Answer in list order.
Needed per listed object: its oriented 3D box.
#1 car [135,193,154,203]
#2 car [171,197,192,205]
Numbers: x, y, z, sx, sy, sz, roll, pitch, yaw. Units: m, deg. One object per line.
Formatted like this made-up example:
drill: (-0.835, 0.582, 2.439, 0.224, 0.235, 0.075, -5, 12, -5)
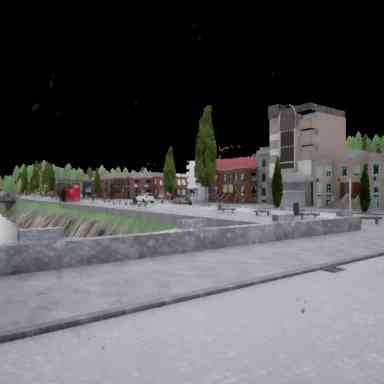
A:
car: (-9.755, 1.221, 68.108, 2.150, 2.045, 5.566, 0, 0, -35)
car: (-1.894, 1.564, 57.089, 1.994, 1.385, 4.181, 0, 0, -36)
